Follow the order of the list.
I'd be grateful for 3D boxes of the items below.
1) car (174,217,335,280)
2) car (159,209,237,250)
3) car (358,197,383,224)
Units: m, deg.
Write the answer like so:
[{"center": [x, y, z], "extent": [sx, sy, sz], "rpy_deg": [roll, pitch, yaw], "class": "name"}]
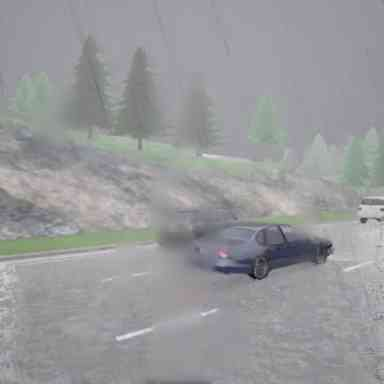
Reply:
[{"center": [2.281, 1.624, 10.230], "extent": [5.357, 1.411, 2.033], "rpy_deg": [0, -1, -39], "class": "car"}, {"center": [0.949, 1.457, 13.699], "extent": [4.553, 1.767, 2.097], "rpy_deg": [0, -1, -40], "class": "car"}, {"center": [14.721, 1.397, 25.401], "extent": [5.566, 2.045, 2.150], "rpy_deg": [0, -1, -40], "class": "car"}]
